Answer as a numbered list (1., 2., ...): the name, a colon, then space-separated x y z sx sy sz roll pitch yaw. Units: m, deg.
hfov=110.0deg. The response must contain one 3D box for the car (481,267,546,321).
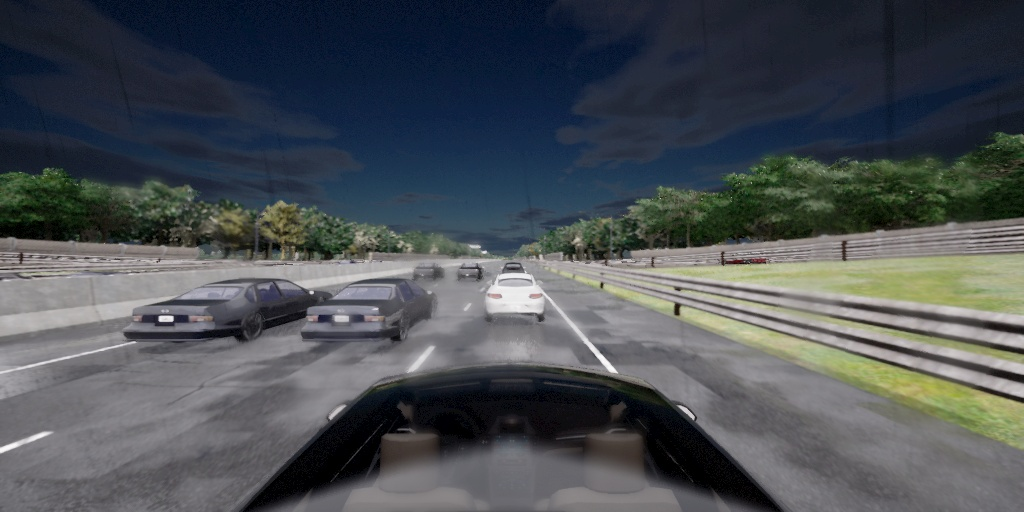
1. car: 0.104 1.285 12.348 1.812 1.442 4.674 0 0 0

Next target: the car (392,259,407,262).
1. car: -17.544 1.215 56.070 2.097 1.767 4.553 0 0 0

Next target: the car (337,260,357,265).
1. car: -24.542 1.378 53.325 1.812 1.442 4.674 0 0 1

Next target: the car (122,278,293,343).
1. car: -6.897 1.303 9.655 2.033 1.411 5.357 0 0 0

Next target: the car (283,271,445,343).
1. car: -3.397 1.303 9.660 2.033 1.411 5.357 0 0 0

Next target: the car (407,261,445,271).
1. car: -6.892 1.279 30.169 2.128 1.511 4.902 0 0 0

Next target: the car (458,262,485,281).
1. car: -3.392 1.279 30.193 2.128 1.511 4.902 0 0 0

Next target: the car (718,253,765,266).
1. car: 24.903 0.236 39.153 2.097 1.767 4.553 0 -3 -16

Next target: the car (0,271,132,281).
1. car: -17.594 1.325 14.980 1.994 1.385 4.181 0 0 0

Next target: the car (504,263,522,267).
1. car: 0.108 1.293 30.376 1.837 1.490 4.892 0 0 0

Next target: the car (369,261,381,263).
1. car: -21.042 1.425 55.588 1.994 1.385 4.181 0 0 0
